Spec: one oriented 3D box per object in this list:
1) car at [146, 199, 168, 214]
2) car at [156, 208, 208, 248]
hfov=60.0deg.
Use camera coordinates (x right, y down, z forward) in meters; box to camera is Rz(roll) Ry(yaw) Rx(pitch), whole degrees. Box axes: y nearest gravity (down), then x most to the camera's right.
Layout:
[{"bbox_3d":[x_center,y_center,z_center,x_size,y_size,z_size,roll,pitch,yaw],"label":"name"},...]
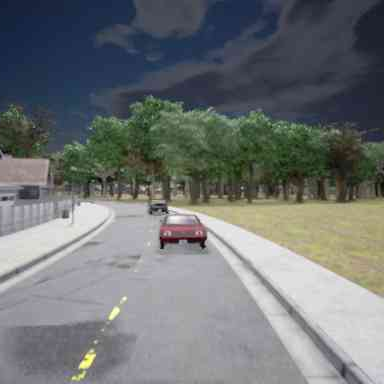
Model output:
[{"bbox_3d":[-3.618,1.473,34.322,1.837,1.490,4.892,0,0,-13],"label":"car"},{"bbox_3d":[-0.520,1.593,14.782,1.895,1.301,4.718,0,0,-5],"label":"car"}]
